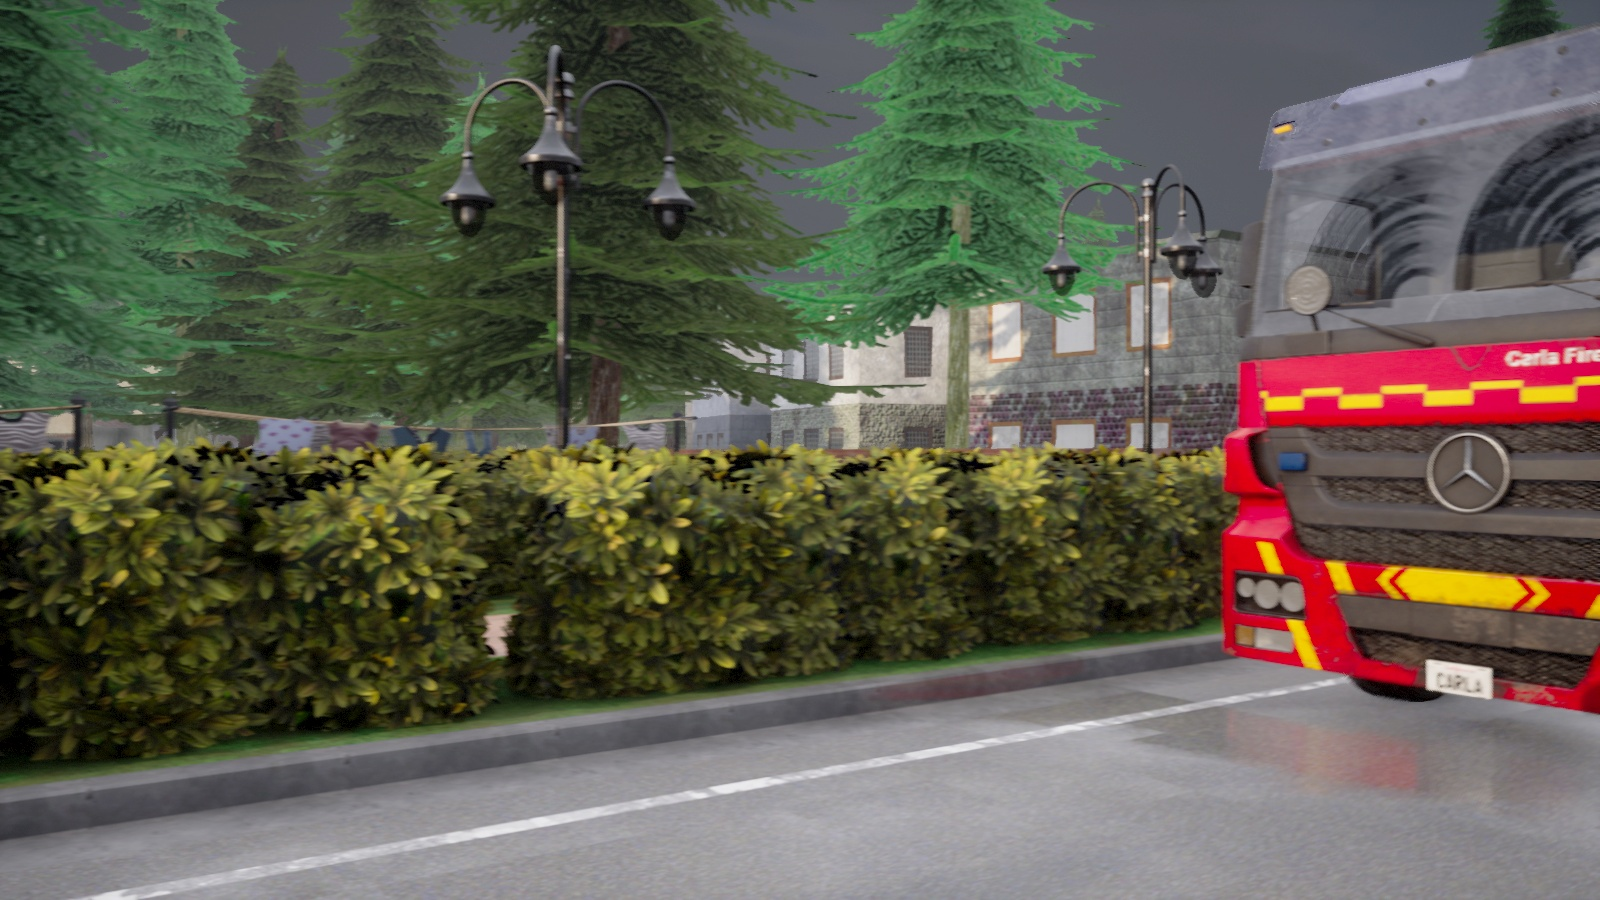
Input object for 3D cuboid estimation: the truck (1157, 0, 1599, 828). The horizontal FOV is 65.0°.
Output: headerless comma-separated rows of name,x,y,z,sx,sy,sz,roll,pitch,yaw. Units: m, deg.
truck,6.232,-0.413,8.000,8.468,3.827,2.891,0,0,-35
